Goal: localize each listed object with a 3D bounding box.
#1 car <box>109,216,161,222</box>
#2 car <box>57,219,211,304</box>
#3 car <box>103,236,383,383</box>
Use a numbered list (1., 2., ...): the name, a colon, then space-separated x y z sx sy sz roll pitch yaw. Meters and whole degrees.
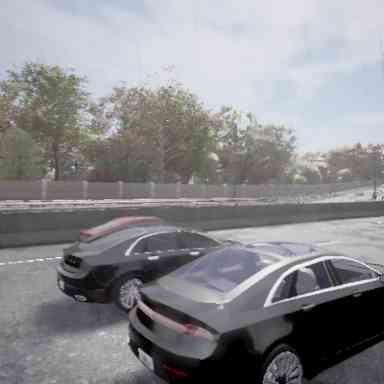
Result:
1. car: -1.495 1.528 11.281 4.674 1.442 1.812 0 0 -35
2. car: -0.480 1.507 7.701 4.892 1.490 1.837 0 0 -36
3. car: 1.505 1.493 4.815 4.902 1.511 2.128 0 0 -36
